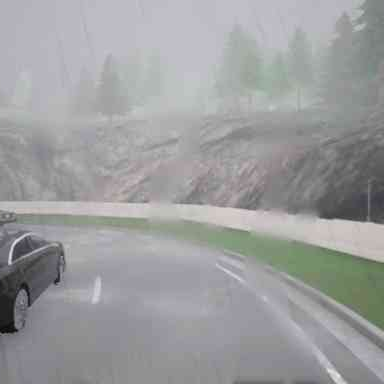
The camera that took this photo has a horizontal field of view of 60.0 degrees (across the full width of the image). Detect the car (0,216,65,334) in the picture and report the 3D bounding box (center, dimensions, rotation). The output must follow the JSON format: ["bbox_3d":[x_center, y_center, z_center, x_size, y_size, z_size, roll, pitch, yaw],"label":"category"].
[{"bbox_3d":[-3.853,1.481,6.558,2.128,1.511,4.902,0,0,-9],"label":"car"}]

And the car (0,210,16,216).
[{"bbox_3d":[-13.617,1.514,20.512,5.357,1.411,2.033,0,0,10],"label":"car"}]
